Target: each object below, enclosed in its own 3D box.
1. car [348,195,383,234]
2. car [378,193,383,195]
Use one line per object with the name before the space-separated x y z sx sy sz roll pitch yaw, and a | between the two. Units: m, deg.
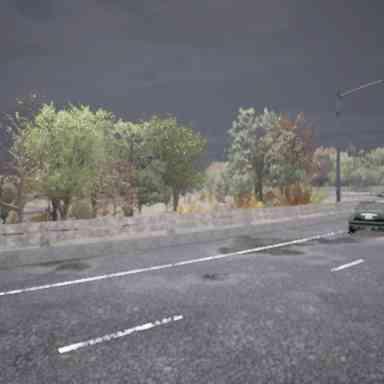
car | 9.938 1.214 17.363 2.097 1.767 4.553 0 0 45
car | 47.038 0.898 81.723 1.994 1.385 4.181 0 0 4
